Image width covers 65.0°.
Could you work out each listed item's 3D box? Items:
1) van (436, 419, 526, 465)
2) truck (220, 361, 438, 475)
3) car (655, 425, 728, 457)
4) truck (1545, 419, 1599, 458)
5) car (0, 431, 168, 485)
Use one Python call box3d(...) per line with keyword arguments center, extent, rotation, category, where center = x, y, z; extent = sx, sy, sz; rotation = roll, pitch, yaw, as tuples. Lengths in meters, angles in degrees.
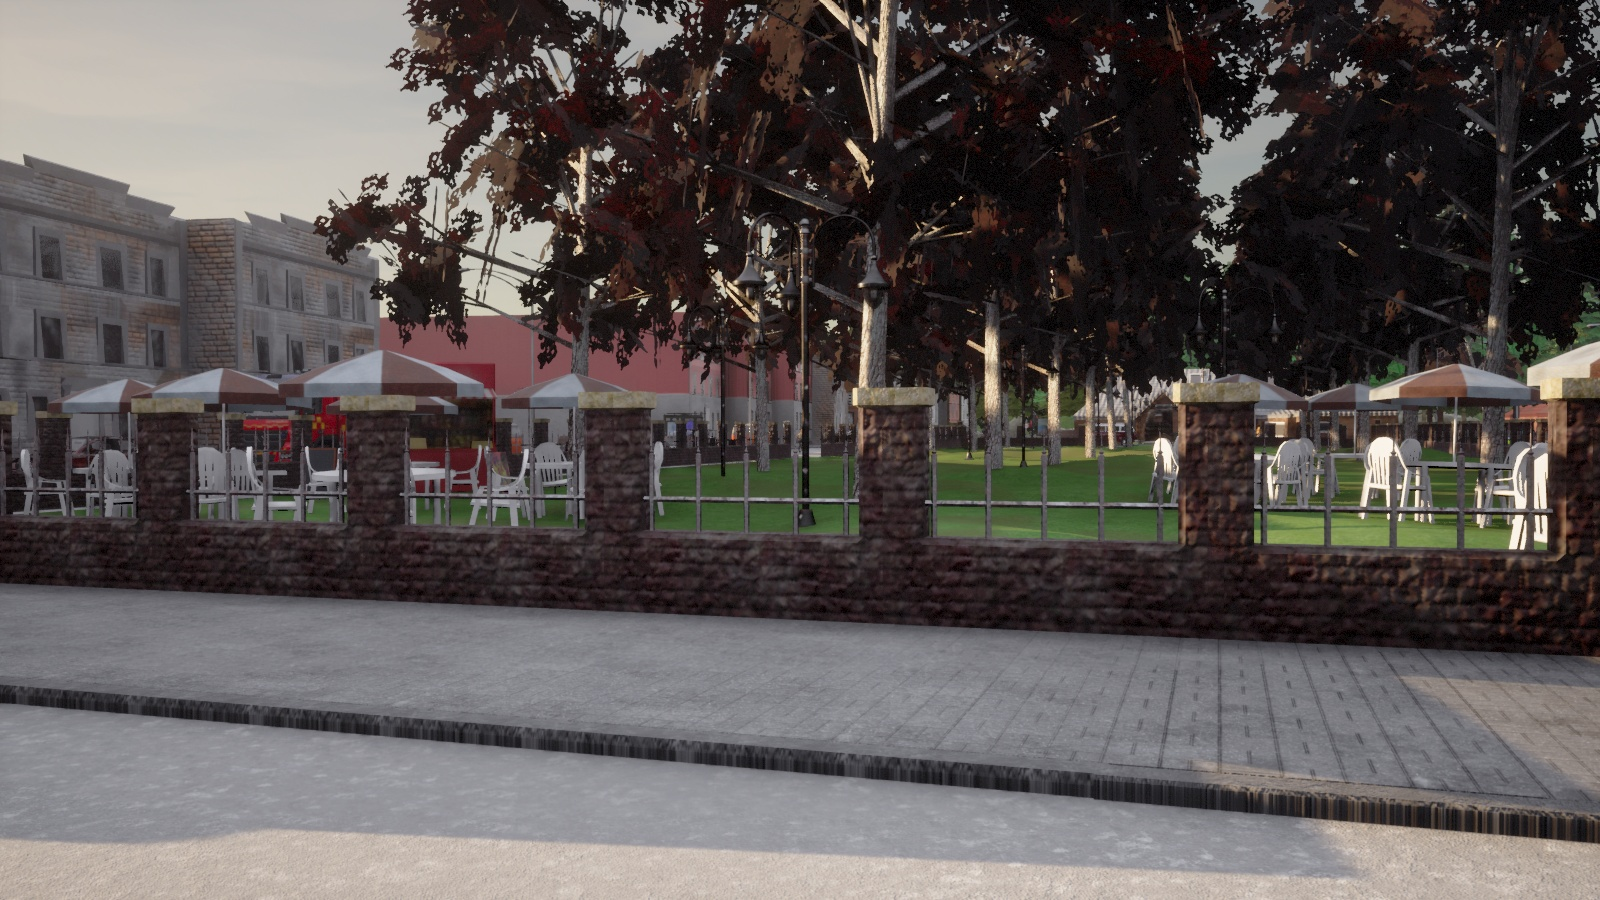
box3d(center=(-14.172, -0.370, 55.991), extent=(1.775, 1.987, 4.442), rotation=(1, 1, 18), category="van")
box3d(center=(-17.227, -1.152, 46.772), extent=(2.891, 3.827, 8.468), rotation=(1, 1, 18), category="truck")
box3d(center=(-5.846, -0.511, 68.335), extent=(2.152, 1.651, 5.027), rotation=(1, 1, 19), category="car")
box3d(center=(50.556, -0.777, 81.606), extent=(2.627, 2.467, 5.204), rotation=(1, 1, 18), category="truck")
box3d(center=(-20.693, 0.180, 36.370), extent=(1.816, 1.474, 4.193), rotation=(1, 1, 18), category="car")
